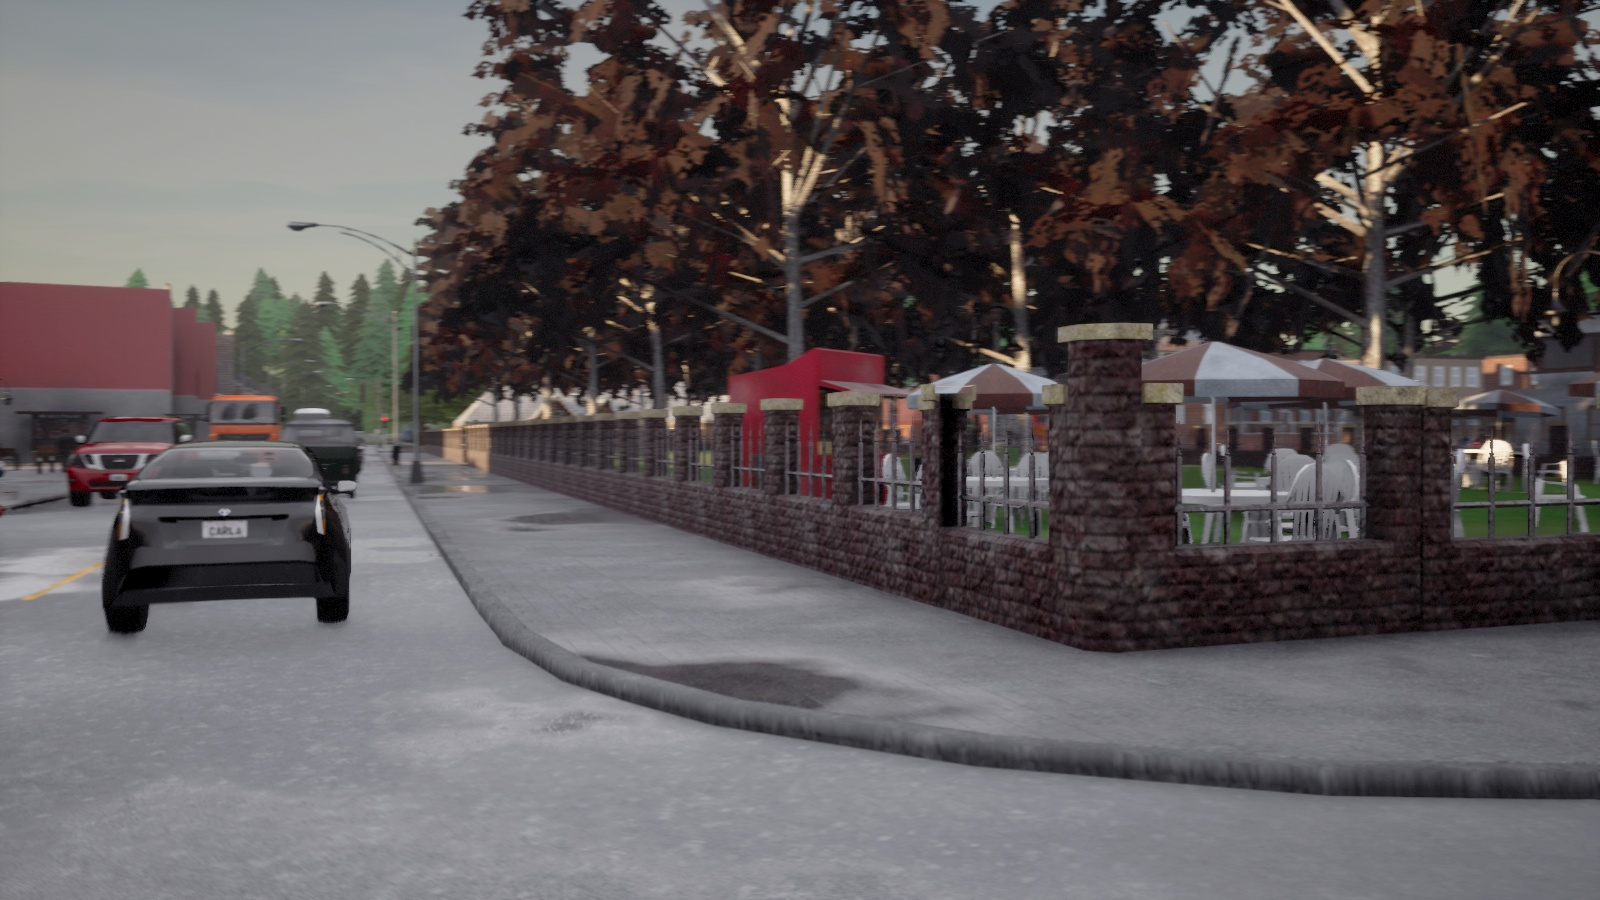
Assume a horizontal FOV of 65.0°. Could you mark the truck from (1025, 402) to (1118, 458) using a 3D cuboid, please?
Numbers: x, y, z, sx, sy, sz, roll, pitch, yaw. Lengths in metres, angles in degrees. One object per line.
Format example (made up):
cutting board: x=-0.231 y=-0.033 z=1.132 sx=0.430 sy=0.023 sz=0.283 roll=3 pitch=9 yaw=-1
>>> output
truck: x=19.455 y=-1.437 z=90.713 sx=2.891 sy=3.827 sz=8.468 roll=0 pitch=1 yaw=-16

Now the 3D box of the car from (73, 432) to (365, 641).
car: x=-5.117 y=0.598 z=11.584 sx=2.007 sy=1.525 sz=4.514 roll=0 pitch=1 yaw=-20

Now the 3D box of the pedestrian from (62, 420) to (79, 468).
pedestrian: x=-29.205 y=-0.251 z=50.286 sx=0.563 sy=1.883 sz=0.849 roll=0 pitch=1 yaw=-30

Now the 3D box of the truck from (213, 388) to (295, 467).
truck: x=-25.648 y=-1.050 z=59.286 sx=2.891 sy=3.462 sz=7.936 roll=0 pitch=1 yaw=-19

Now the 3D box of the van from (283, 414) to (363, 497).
van: x=-12.170 y=0.101 z=32.258 sx=1.775 sy=1.987 sz=4.442 roll=0 pitch=1 yaw=-19

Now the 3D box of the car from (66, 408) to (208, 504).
car: x=-15.551 y=0.084 z=29.786 sx=2.150 sy=2.045 sz=5.566 roll=0 pitch=1 yaw=-19
